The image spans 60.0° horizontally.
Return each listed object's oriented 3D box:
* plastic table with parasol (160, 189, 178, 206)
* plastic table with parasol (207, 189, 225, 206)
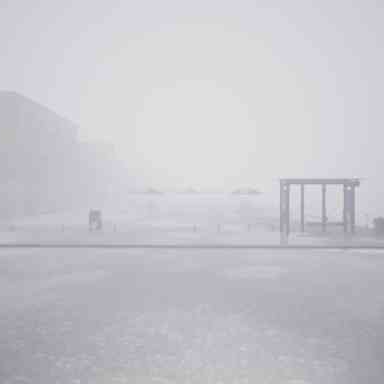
[{"bbox_3d":[-3.297,0.807,48.573,2.482,2.480,2.482,0,0,1],"label":"plastic table with parasol"},{"bbox_3d":[3.460,0.807,48.757,2.482,2.480,2.482,0,0,1],"label":"plastic table with parasol"}]
